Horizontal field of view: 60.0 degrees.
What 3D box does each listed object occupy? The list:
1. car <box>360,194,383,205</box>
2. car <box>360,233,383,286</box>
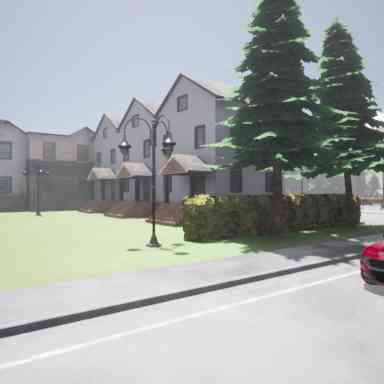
[{"bbox_3d":[27.535,1.094,49.502,1.932,1.855,4.605,0,0,-36],"label":"car"},{"bbox_3d":[6.188,1.477,8.350,5.008,1.535,1.882,0,0,-35],"label":"car"}]
